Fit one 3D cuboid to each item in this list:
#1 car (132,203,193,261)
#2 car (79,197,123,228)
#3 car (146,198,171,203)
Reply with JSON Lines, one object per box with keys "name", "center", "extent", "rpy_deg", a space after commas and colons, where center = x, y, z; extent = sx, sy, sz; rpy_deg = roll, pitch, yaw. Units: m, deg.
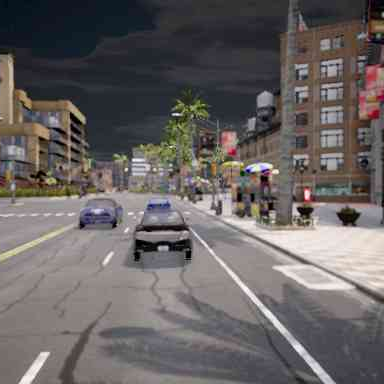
{"name": "car", "center": [-1.048, 1.367, 11.866], "extent": [2.128, 1.511, 4.902], "rpy_deg": [0, 1, -5]}
{"name": "car", "center": [-5.495, 1.150, 20.611], "extent": [2.097, 1.767, 4.553], "rpy_deg": [0, 1, -6]}
{"name": "car", "center": [-2.679, 1.200, 26.966], "extent": [1.882, 1.535, 5.008], "rpy_deg": [0, 1, -6]}
